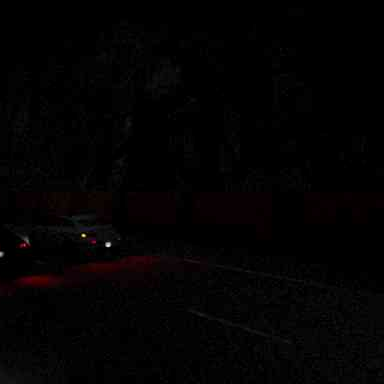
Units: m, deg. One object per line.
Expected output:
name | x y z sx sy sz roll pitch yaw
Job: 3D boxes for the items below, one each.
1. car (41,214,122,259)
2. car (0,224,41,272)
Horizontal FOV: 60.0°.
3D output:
car | -4.584 1.570 12.915 4.674 1.442 1.812 0 0 42
car | -6.504 1.592 9.935 4.181 1.385 1.994 0 0 42
